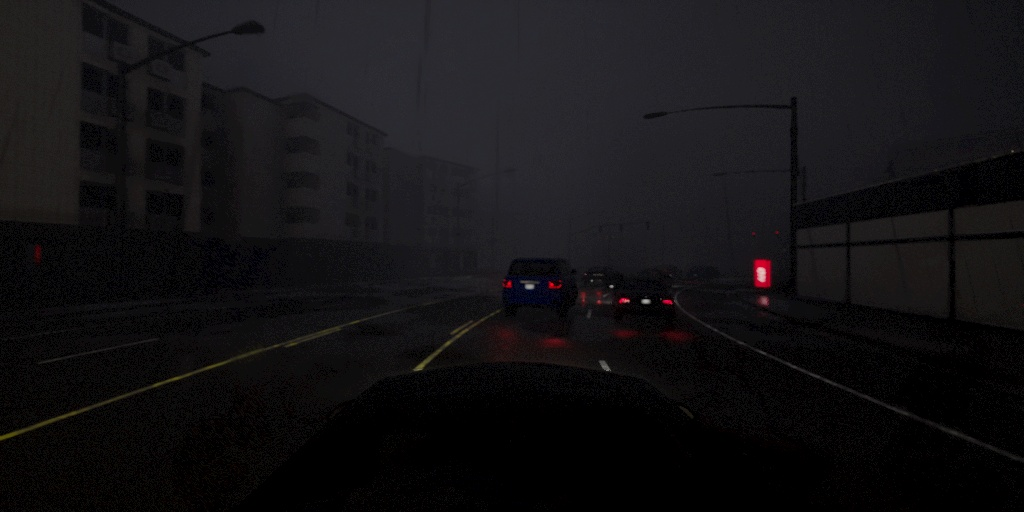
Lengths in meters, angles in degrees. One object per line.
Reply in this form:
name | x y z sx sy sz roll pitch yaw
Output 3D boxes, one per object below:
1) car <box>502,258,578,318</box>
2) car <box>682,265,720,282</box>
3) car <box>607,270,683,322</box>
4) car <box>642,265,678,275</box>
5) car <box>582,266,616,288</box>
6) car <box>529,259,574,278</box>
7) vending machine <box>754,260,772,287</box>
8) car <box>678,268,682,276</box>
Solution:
car | 1.247 1.087 13.990 2.150 2.045 5.566 0 0 15
car | 18.623 1.619 34.807 1.882 1.535 5.008 0 0 44
car | 4.622 1.424 13.067 2.033 1.411 5.357 0 -1 15
car | 9.542 1.548 24.262 2.033 1.411 5.357 0 -1 33
car | 6.772 1.504 26.387 2.128 1.511 4.902 0 -1 33
car | 4.523 1.339 40.340 2.150 2.045 5.566 0 -1 44
vending machine | 17.611 1.242 25.218 1.100 2.100 0.880 0 0 41
car | 16.103 1.631 37.236 1.882 1.535 5.008 0 0 44
